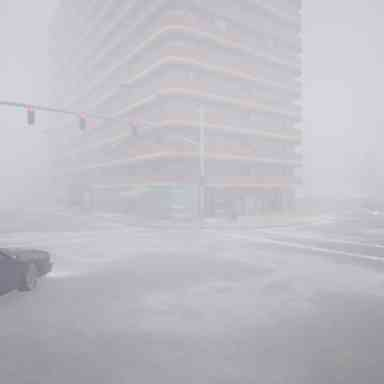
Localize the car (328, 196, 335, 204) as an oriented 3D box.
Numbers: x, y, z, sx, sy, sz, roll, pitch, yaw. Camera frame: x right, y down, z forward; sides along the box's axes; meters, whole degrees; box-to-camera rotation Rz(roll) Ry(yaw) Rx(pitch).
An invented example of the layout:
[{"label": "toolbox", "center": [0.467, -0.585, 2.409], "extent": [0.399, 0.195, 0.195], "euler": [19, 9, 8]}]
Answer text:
[{"label": "car", "center": [25.331, 1.412, 61.451], "extent": [1.994, 1.385, 4.181], "euler": [0, 0, -26]}]

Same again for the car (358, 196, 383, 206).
[{"label": "car", "center": [28.216, 1.346, 51.436], "extent": [1.882, 1.535, 5.008], "euler": [0, 0, -12]}]

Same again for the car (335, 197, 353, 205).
[{"label": "car", "center": [24.804, 1.417, 50.692], "extent": [2.033, 1.411, 5.357], "euler": [0, 0, -12]}]

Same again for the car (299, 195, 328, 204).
[{"label": "car", "center": [21.735, 1.327, 60.914], "extent": [1.882, 1.535, 5.008], "euler": [0, 0, -26]}]

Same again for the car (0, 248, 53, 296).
[{"label": "car", "center": [-4.717, 1.541, 5.955], "extent": [2.033, 1.411, 5.357], "euler": [0, 0, 8]}]

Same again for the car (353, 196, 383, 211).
[{"label": "car", "center": [21.503, 1.381, 39.664], "extent": [2.128, 1.511, 4.902], "euler": [0, 0, 7]}]
